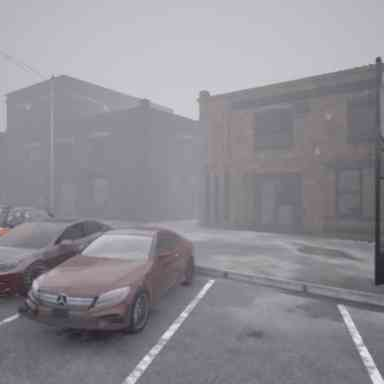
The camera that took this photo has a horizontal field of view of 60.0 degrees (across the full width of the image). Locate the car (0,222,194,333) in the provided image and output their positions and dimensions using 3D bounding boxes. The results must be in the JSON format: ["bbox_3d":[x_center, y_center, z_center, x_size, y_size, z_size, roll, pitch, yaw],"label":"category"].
[{"bbox_3d":[-1.242,1.489,6.977,2.002,1.452,4.674,1,0,16],"label":"car"}]

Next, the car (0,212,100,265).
[{"bbox_3d":[-3.693,1.456,8.694,2.163,1.488,4.792,1,0,16],"label":"car"}]

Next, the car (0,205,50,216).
[{"bbox_3d":[-6.111,1.281,10.501,2.185,1.767,4.553,1,0,16],"label":"car"}]
